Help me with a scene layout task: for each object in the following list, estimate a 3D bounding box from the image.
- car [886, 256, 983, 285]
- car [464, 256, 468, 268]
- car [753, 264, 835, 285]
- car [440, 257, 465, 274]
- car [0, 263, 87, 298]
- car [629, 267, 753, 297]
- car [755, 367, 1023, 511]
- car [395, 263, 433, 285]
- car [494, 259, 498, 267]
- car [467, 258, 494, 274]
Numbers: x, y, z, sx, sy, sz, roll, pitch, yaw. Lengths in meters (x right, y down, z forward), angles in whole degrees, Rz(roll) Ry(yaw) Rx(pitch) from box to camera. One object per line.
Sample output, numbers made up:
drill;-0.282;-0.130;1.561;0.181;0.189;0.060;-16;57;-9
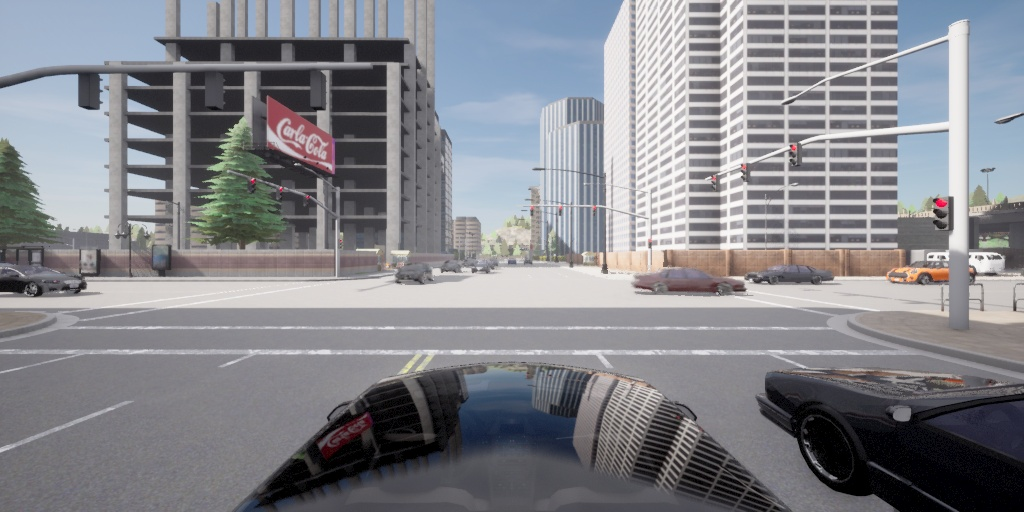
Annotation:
car;29.655;1.102;25.517;4.553;1.767;2.097;0;0;1
car;-7.058;1.254;59.285;1.837;1.490;4.892;0;0;0
car;19.646;1.297;25.495;5.357;1.411;2.033;0;0;0
car;-7.082;1.253;41.747;1.837;1.490;4.892;0;0;0
car;-24.548;1.241;18.079;4.902;1.511;2.128;0;0;0
car;8.976;1.297;18.697;5.357;1.411;2.033;0;0;11
car;3.597;1.297;1.449;2.033;1.411;5.357;0;0;0
car;-7.090;1.257;26.367;1.837;1.490;4.892;0;-1;0
car;-3.574;1.241;52.857;2.128;1.511;4.902;0;0;0
car;-3.584;1.241;41.786;2.128;1.511;4.902;0;0;0
